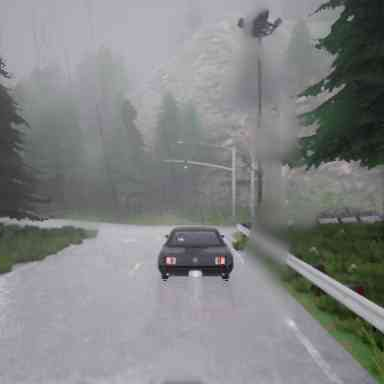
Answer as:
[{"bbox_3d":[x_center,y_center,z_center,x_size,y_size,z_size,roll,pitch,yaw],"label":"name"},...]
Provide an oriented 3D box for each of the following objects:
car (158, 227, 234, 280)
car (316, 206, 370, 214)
[{"bbox_3d":[0.090,1.732,10.343,1.895,1.301,4.718,0,-1,0],"label":"car"},{"bbox_3d":[12.191,1.846,25.975,4.892,1.490,1.837,-5,-7,9],"label":"car"}]
